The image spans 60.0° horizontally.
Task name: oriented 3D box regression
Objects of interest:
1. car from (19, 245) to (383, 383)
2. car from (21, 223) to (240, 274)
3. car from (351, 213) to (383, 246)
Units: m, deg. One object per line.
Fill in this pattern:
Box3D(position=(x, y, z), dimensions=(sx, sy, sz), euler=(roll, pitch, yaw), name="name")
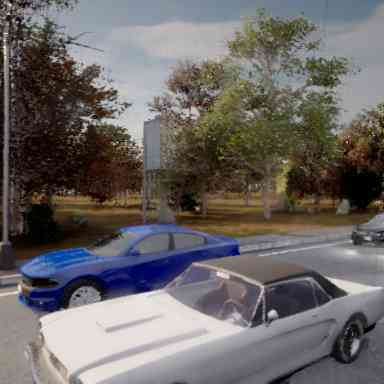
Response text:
Box3D(position=(0.507, 1.622, 4.356), dimensions=(4.718, 1.301, 1.895), euler=(0, 0, -36), name="car")
Box3D(position=(-1.095, 1.507, 7.515), dimensions=(5.008, 1.535, 1.882), euler=(1, 0, -36), name="car")
Box3D(position=(8.948, 1.621, 14.705), dimensions=(4.674, 1.442, 1.812), euler=(0, 0, -36), name="car")
